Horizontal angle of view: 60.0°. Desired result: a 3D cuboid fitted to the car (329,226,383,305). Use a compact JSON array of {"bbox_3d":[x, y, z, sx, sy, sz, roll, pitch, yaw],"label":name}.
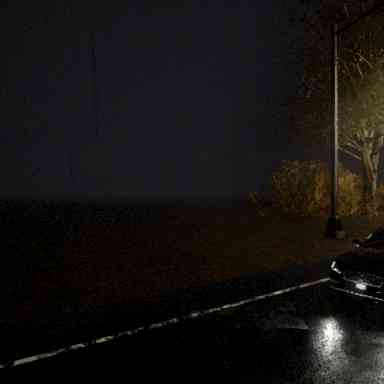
[{"bbox_3d":[5.092,1.500,7.614,4.892,1.490,1.837,0,0,-36],"label":"car"}]
